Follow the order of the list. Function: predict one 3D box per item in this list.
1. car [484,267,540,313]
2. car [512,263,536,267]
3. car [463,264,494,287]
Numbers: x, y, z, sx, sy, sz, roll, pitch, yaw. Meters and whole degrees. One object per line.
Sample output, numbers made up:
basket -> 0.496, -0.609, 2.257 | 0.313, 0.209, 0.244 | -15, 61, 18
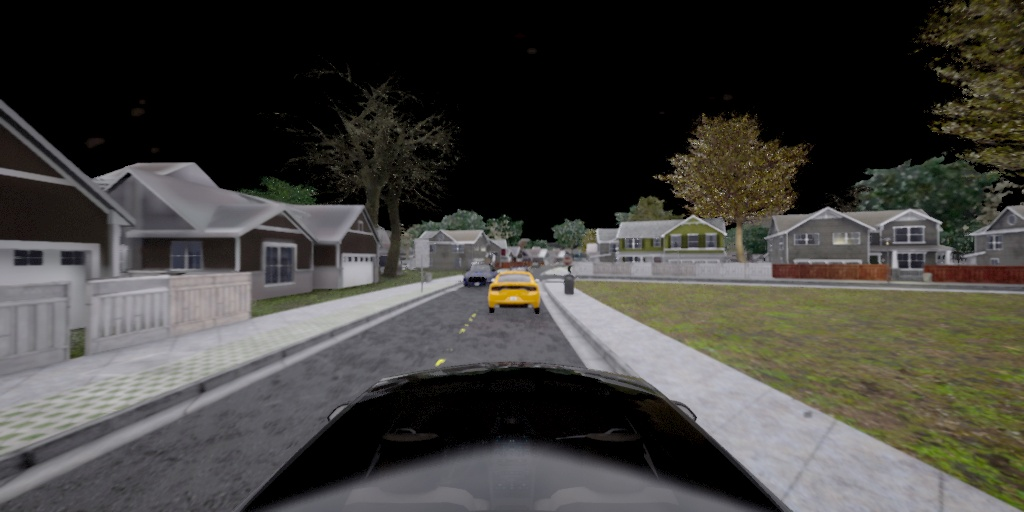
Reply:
car -> 0.130, 1.366, 14.808 | 1.882, 1.535, 5.008 | 0, -1, 2
car -> 0.608, 1.524, 28.092 | 2.128, 1.511, 4.902 | 0, -1, 4
car -> -2.289, 1.370, 26.960 | 2.097, 1.767, 4.553 | 0, -1, 4
